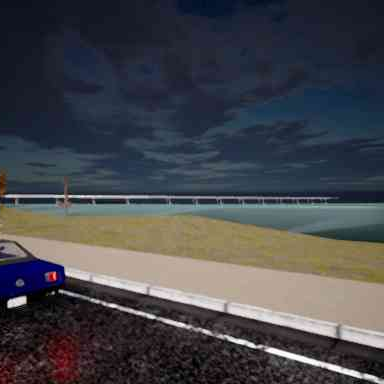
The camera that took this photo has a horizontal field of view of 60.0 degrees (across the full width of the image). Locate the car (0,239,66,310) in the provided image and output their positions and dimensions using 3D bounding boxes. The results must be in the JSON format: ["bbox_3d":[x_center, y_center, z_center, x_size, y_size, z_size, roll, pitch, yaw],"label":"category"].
[{"bbox_3d":[-4.893,1.674,7.174,4.718,1.301,1.895,-1,0,35],"label":"car"}]
